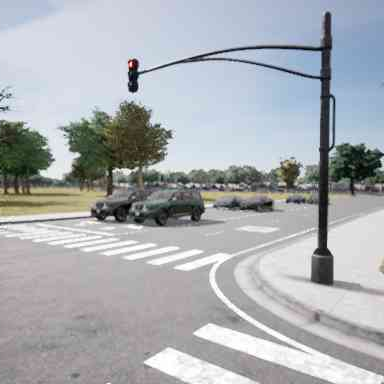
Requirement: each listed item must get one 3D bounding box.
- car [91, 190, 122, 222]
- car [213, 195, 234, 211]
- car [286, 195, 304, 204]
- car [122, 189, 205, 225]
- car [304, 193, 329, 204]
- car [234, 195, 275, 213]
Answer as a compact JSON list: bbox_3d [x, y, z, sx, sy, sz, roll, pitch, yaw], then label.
[{"bbox_3d":[-4.233,0.824,22.807,2.150,2.045,5.566,1,1,34],"label":"car"},{"bbox_3d":[3.993,1.077,34.279,1.812,1.442,4.674,1,1,36],"label":"car"},{"bbox_3d":[15.857,1.076,50.682,1.994,1.385,4.181,1,1,36],"label":"car"},{"bbox_3d":[-1.406,0.881,21.100,2.150,2.045,5.566,1,1,38],"label":"car"},{"bbox_3d":[18.542,0.913,48.843,2.097,1.767,4.553,1,1,36],"label":"car"},{"bbox_3d":[6.278,1.088,31.889,1.882,1.535,5.008,1,1,36],"label":"car"}]
